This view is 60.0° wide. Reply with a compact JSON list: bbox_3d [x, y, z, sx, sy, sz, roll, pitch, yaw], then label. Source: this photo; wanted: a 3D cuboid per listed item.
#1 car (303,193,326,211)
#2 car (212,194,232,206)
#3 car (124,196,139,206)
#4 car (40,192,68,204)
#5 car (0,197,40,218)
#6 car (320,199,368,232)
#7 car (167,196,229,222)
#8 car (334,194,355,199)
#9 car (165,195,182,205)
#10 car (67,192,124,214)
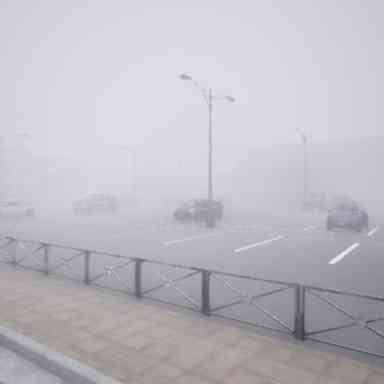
[{"bbox_3d":[13.825,1.082,37.173,1.905,1.878,3.866,0,0,35],"label":"car"},{"bbox_3d":[3.366,1.147,44.541,2.152,1.636,5.027,0,0,35],"label":"car"},{"bbox_3d":[-9.121,1.280,44.319,2.007,1.523,4.514,0,0,35],"label":"car"},{"bbox_3d":[-23.303,0.990,57.065,2.150,2.045,5.566,0,1,36],"label":"car"},{"bbox_3d":[-14.064,1.343,25.184,1.970,1.475,3.806,0,0,35],"label":"car"},{"bbox_3d":[8.707,1.324,18.593,1.845,1.501,3.633,0,0,35],"label":"car"},{"bbox_3d":[0.562,1.293,24.382,2.007,1.523,4.514,0,0,35],"label":"car"},{"bbox_3d":[16.438,1.105,35.837,1.932,1.855,4.605,0,0,35],"label":"car"},{"bbox_3d":[-2.067,1.220,47.972,1.970,1.475,3.806,0,0,35],"label":"car"},{"bbox_3d":[-9.212,1.082,32.137,1.932,1.855,4.605,0,0,35],"label":"car"}]
